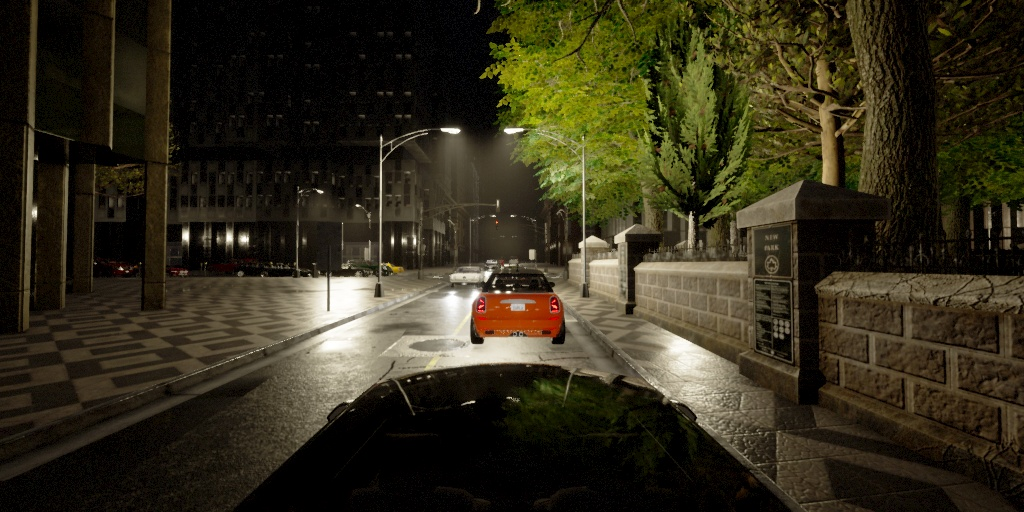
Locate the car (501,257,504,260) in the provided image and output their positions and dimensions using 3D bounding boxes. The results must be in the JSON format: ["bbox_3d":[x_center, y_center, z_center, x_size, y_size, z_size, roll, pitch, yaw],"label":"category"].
[{"bbox_3d":[-2.793,1.369,61.162,1.837,1.490,4.892,0,0,1],"label":"car"}]

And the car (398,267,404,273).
[{"bbox_3d":[-14.589,1.425,40.028,4.829,1.417,1.751,0,0,1],"label":"car"}]

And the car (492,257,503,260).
[{"bbox_3d":[-2.859,1.325,50.787,2.128,1.511,4.902,0,0,0],"label":"car"}]

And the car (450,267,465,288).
[{"bbox_3d":[-2.897,1.373,23.990,1.895,1.301,4.718,0,0,0],"label":"car"}]

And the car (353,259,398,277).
[{"bbox_3d":[-13.728,1.125,34.176,4.553,1.767,2.097,0,-1,0],"label":"car"}]

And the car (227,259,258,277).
[{"bbox_3d":[-23.872,1.290,34.279,4.892,1.490,1.837,0,-1,0],"label":"car"}]

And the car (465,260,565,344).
[{"bbox_3d":[0.132,1.107,9.723,2.097,1.767,4.553,0,0,0],"label":"car"}]

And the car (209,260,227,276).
[{"bbox_3d":[-30.955,1.237,40.197,5.009,1.841,2.192,0,0,1],"label":"car"}]

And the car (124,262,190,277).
[{"bbox_3d":[-31.036,1.320,31.675,4.207,1.307,1.802,0,0,1],"label":"car"}]

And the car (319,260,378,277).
[{"bbox_3d":[-14.498,1.267,31.504,4.403,1.370,2.007,0,0,1],"label":"car"}]

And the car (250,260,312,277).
[{"bbox_3d":[-20.011,1.289,31.561,4.313,1.339,1.948,0,0,1],"label":"car"}]

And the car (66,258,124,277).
[{"bbox_3d":[-36.549,1.061,31.732,5.009,1.841,2.192,0,0,1],"label":"car"}]
